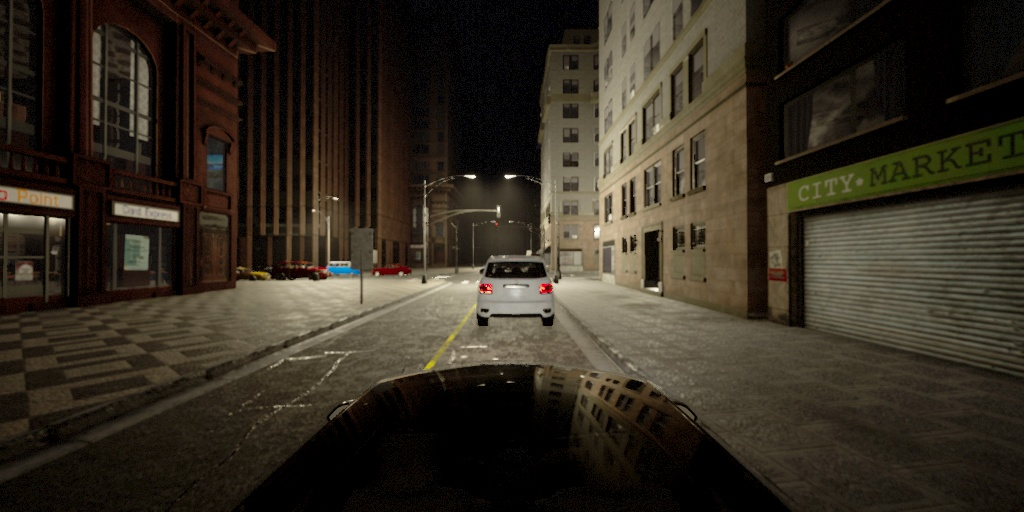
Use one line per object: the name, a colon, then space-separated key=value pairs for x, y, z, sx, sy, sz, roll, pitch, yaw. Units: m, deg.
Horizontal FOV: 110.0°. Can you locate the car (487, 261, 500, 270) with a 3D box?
car: x=-3.123 y=1.550 z=61.071 sx=1.812 sy=1.442 sz=4.674 roll=0 pitch=0 yaw=0

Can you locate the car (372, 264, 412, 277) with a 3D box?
car: x=-14.021 y=1.676 z=41.952 sx=4.507 sy=1.381 sz=1.888 roll=0 pitch=0 yaw=0

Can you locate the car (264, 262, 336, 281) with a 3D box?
car: x=-19.657 y=1.430 z=33.440 sx=5.009 sy=1.841 sz=2.192 roll=0 pitch=0 yaw=0

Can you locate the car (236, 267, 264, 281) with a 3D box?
car: x=-25.111 y=1.709 z=33.454 sx=4.829 sy=1.417 sz=1.751 roll=0 pitch=0 yaw=0

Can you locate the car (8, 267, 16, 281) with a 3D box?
car: x=-47.778 y=2.007 z=33.508 sx=4.403 sy=1.370 sz=2.007 roll=0 pitch=0 yaw=0

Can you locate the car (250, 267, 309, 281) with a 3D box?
car: x=-23.255 y=1.785 z=36.024 sx=4.718 sy=1.301 sz=1.895 roll=-1 pitch=-1 yaw=0

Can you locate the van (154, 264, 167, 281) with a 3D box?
van: x=-30.905 y=1.593 z=33.468 sx=3.998 sy=1.789 sz=1.690 roll=0 pitch=0 yaw=0

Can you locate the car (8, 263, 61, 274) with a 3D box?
car: x=-48.042 y=1.712 z=36.173 sx=5.566 sy=2.045 sz=2.150 roll=-1 pitch=-1 yaw=0

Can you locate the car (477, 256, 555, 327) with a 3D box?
car: x=0.089 y=1.022 z=11.784 sx=2.150 sy=2.045 sz=5.566 roll=0 pitch=0 yaw=0

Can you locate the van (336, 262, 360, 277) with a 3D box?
van: x=-19.645 y=1.540 z=41.966 sx=3.998 sy=1.789 sz=1.690 roll=0 pitch=0 yaw=0
